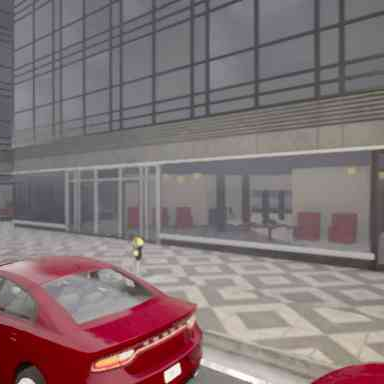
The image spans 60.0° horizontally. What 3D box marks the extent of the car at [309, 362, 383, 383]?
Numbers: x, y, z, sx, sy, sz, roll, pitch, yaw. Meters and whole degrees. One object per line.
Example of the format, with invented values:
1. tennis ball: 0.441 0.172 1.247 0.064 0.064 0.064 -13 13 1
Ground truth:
1. car: 2.564 1.548 1.139 4.507 1.381 1.887 0 0 35

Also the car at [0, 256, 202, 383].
1. car: -1.997 1.536 4.391 4.507 1.381 1.887 0 0 35
